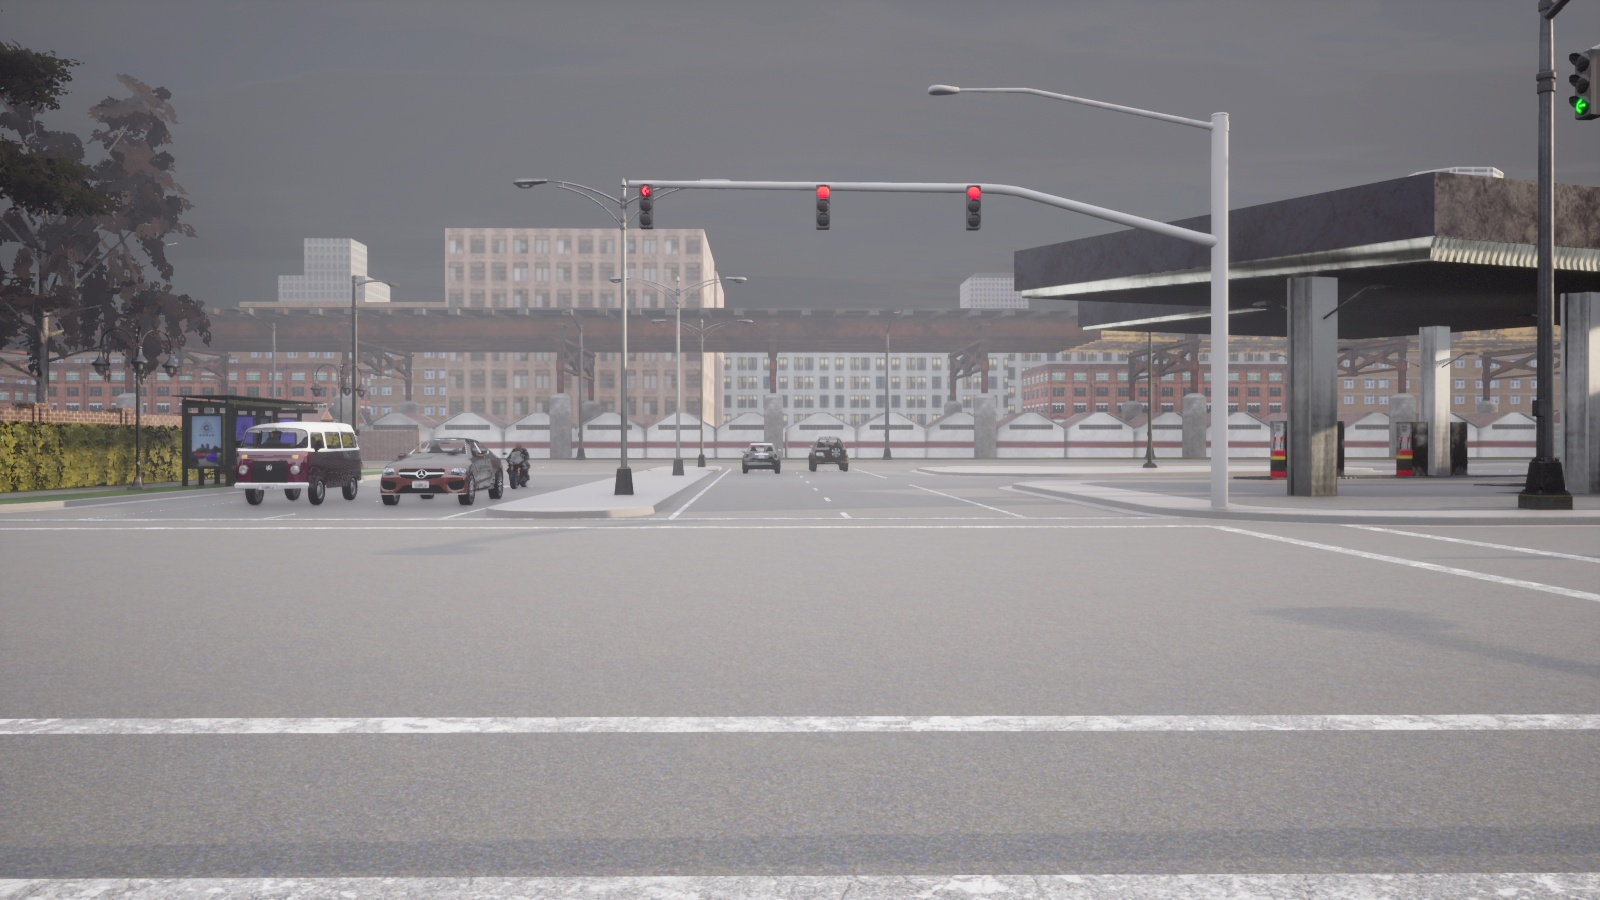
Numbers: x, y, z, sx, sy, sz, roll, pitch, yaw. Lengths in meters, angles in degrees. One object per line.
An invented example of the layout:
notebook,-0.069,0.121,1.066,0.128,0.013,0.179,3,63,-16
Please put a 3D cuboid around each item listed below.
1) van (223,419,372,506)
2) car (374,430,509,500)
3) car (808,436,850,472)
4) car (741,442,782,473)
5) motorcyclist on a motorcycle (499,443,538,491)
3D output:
van,-12.501,0.282,31.579,2.069,2.038,4.480,0,0,-2
car,-9.015,0.337,32.078,2.152,1.651,5.027,0,0,-2
car,1.476,0.192,66.067,1.932,1.855,4.605,0,0,-2
car,-1.924,0.357,62.607,1.970,1.475,3.806,0,0,-2
motorcyclist on a motorcycle,-9.269,0.541,41.391,0.866,1.530,2.191,0,0,-2
